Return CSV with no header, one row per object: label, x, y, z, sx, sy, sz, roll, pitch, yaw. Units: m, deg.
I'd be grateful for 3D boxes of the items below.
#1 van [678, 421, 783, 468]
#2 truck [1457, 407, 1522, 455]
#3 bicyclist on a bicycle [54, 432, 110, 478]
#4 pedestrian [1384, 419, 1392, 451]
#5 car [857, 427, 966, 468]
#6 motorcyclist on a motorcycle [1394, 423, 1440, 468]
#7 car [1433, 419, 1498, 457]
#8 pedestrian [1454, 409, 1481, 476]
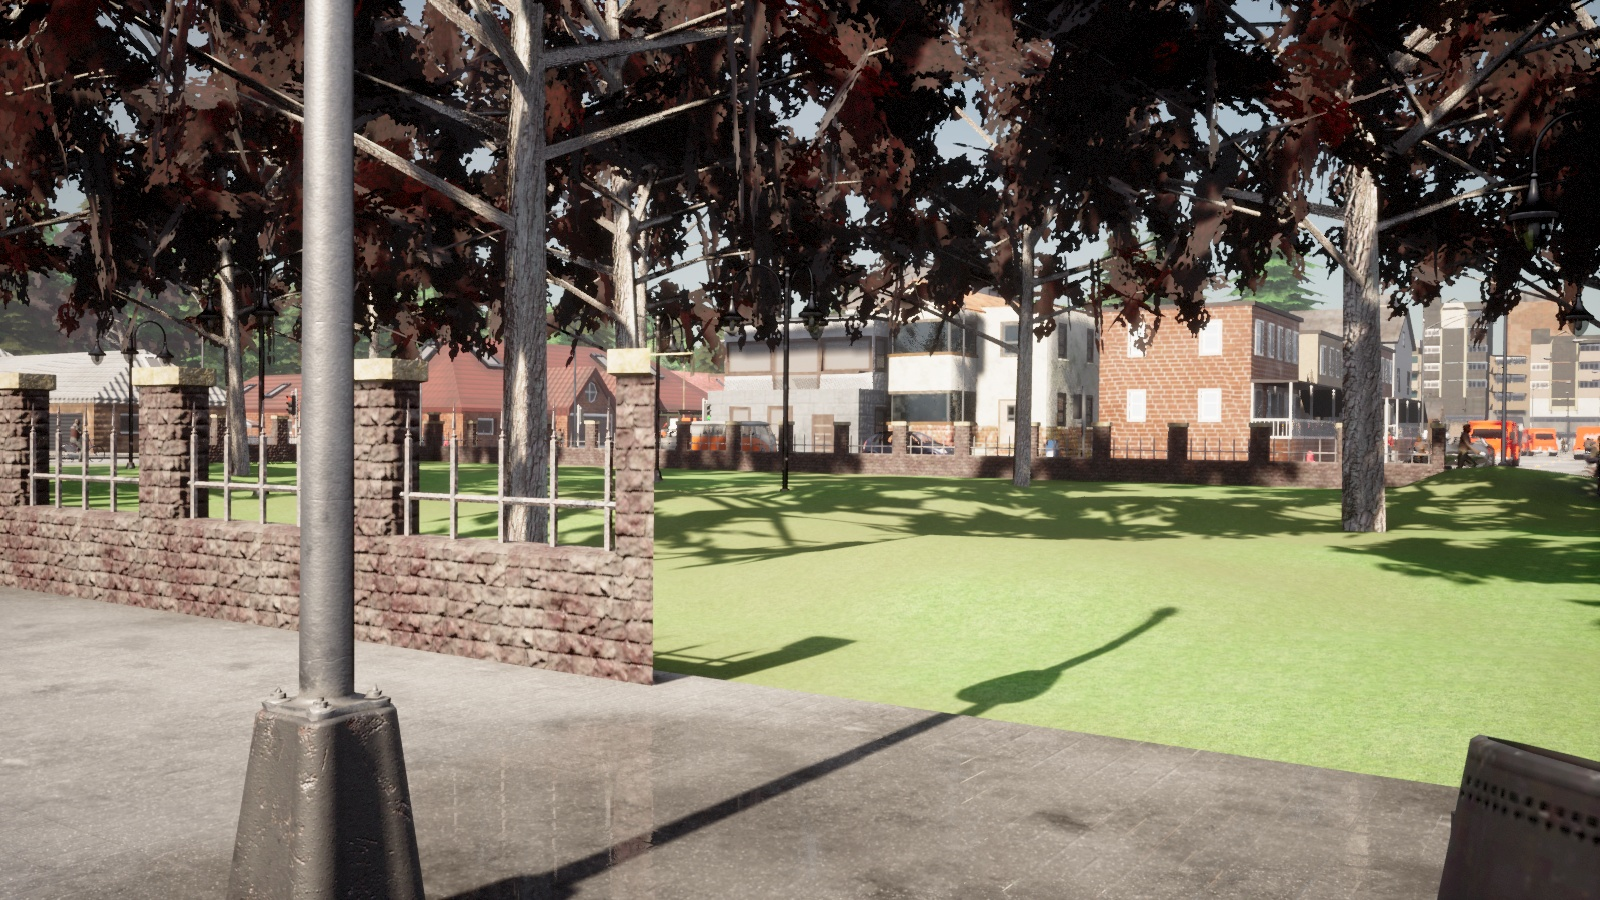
van,-3.100,-0.249,55.745,4.442,1.987,1.775,0,1,31
truck,37.176,-1.015,67.624,2.627,2.467,5.204,0,1,34
bicyclist on a bicycle,-28.707,0.176,50.233,0.659,1.776,1.843,0,1,32
pedestrian,33.835,-0.852,72.250,0.331,1.846,0.636,0,1,36
car,4.492,-0.104,50.719,3.988,1.617,1.851,0,1,32
motorcyclist on a motorcycle,23.366,-0.178,47.500,2.350,1.649,0.766,-2,0,-44
car,30.668,-0.557,57.829,2.152,1.651,5.027,0,1,34
pedestrian,18.600,-0.205,35.010,0.634,1.846,0.331,0,1,34
